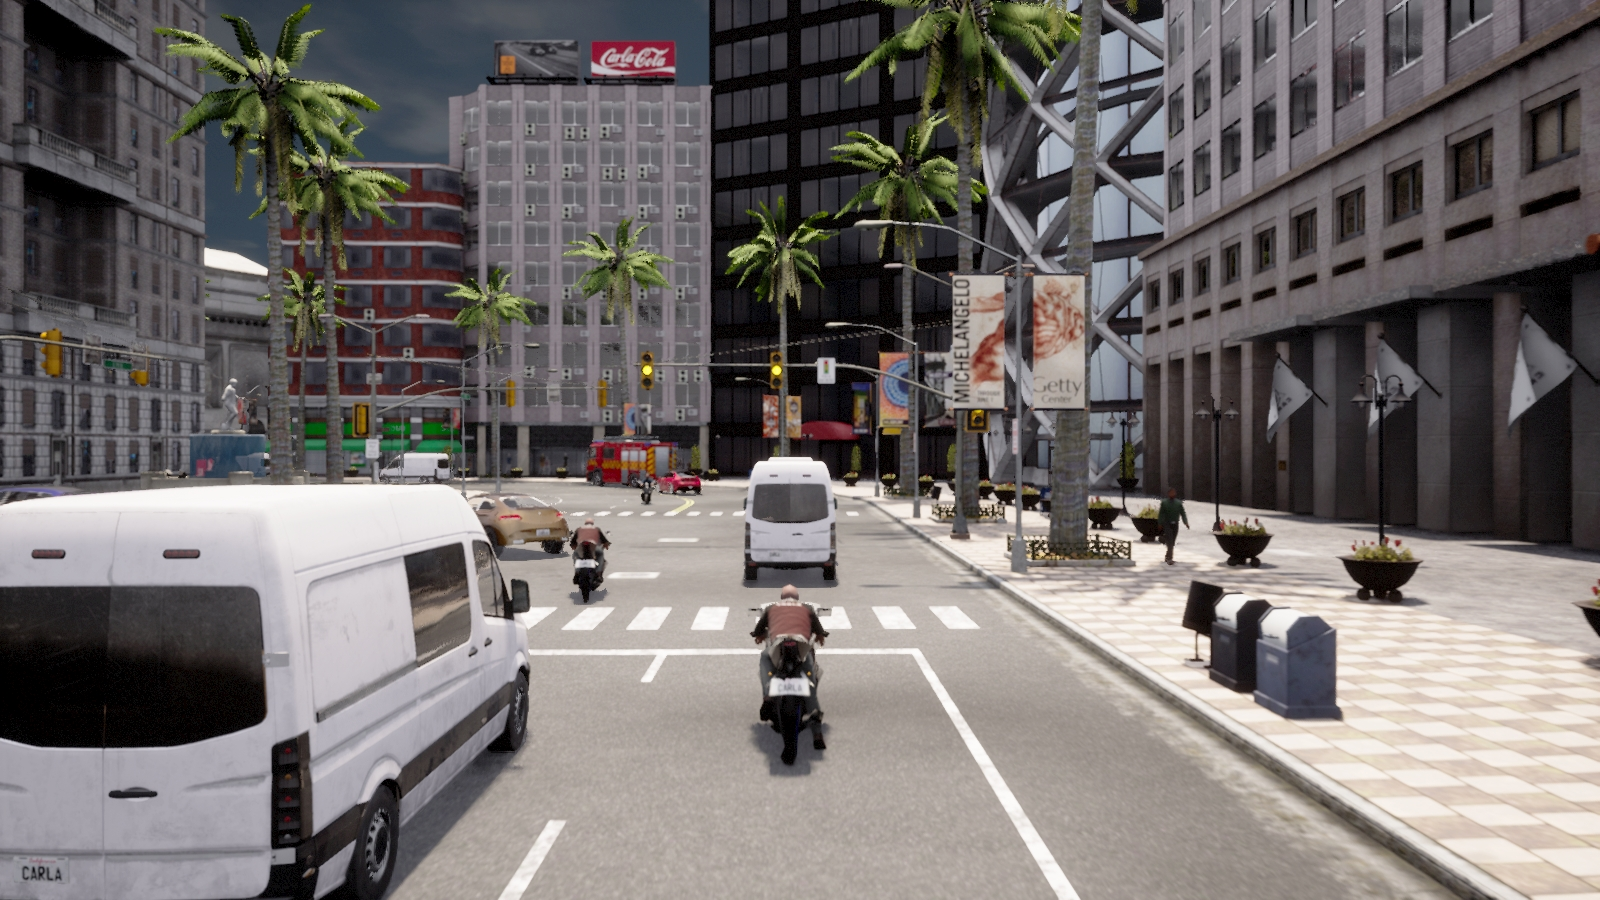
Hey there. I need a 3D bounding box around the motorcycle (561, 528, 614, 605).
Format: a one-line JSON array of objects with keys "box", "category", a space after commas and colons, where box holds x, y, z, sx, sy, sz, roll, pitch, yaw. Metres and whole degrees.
[{"box": [-4.070, 2.213, 22.064, 0.867, 1.251, 2.209, 0, 0, -7], "category": "motorcycle"}]

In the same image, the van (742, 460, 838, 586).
[{"box": [-0.229, 1.543, 26.614, 1.988, 2.561, 5.915, 0, 0, 0], "category": "van"}]

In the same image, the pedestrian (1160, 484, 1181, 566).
[{"box": [8.489, 1.705, 26.191, 0.375, 1.860, 0.375, 0, 0, 5], "category": "pedestrian"}]

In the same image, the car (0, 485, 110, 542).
[{"box": [-24.779, 1.980, 36.085, 4.611, 1.667, 2.242, 0, 0, 1], "category": "car"}]

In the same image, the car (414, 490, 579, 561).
[{"box": [-8.424, 2.002, 31.426, 2.152, 1.651, 5.027, 0, 0, -45], "category": "car"}]

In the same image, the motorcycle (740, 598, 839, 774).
[{"box": [-0.099, 2.209, 11.091, 0.867, 1.251, 2.209, 0, 0, 0], "category": "motorcycle"}]

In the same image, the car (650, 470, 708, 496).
[{"box": [-7.807, 2.085, 73.238, 2.231, 1.480, 4.892, 0, 0, -24], "category": "car"}]

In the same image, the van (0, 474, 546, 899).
[{"box": [-3.586, 1.538, 8.792, 1.988, 2.561, 5.915, 0, 0, 0], "category": "van"}]
